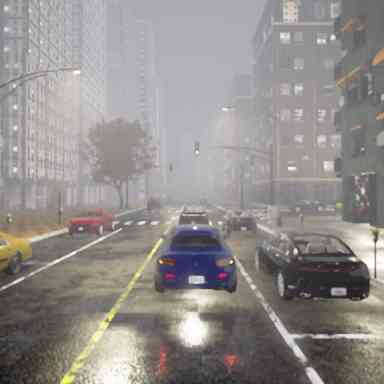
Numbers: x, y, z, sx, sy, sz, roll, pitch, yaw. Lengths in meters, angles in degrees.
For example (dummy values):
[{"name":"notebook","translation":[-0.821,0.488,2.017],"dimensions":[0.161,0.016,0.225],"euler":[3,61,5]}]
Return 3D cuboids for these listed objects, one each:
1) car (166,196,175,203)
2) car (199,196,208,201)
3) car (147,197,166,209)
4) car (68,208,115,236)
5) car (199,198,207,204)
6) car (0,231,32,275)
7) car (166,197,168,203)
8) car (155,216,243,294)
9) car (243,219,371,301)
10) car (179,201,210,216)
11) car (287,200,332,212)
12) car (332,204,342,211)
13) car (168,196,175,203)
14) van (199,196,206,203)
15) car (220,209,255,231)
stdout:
[{"name":"car","translation":[-5.794,1.957,90.371],"dimensions":[2.192,1.841,5.009],"euler":[0,0,0]},{"name":"car","translation":[2.606,2.077,73.811],"dimensions":[1.947,1.339,4.313],"euler":[0,0,0]},{"name":"car","translation":[-5.749,1.663,51.712],"dimensions":[2.192,1.841,5.009],"euler":[0,0,0]},{"name":"car","translation":[-5.711,1.667,19.323],"dimensions":[1.887,1.381,4.507],"euler":[0,0,0]},{"name":"car","translation":[2.600,2.080,79.503],"dimensions":[1.752,1.417,4.829],"euler":[0,0,0]},{"name":"car","translation":[-5.697,1.576,8.088],"dimensions":[1.752,1.417,4.829],"euler":[0,0,0]},{"name":"car","translation":[-5.755,1.954,57.233],"dimensions":[1.947,1.339,4.313],"euler":[0,0,0]},{"name":"car","translation":[0.084,1.581,8.854],"dimensions":[1.812,1.442,4.674],"euler":[0,0,0]},{"name":"car","translation":[2.683,1.602,8.267],"dimensions":[2.008,1.369,4.403],"euler":[0,0,0]},{"name":"car","translation":[0.178,1.634,22.385],"dimensions":[2.128,1.511,4.902],"euler":[0,0,2]},{"name":"car","translation":[13.384,1.594,38.752],"dimensions":[4.403,1.369,2.008],"euler":[-1,0,-1]},{"name":"car","translation":[18.780,1.494,38.813],"dimensions":[4.829,1.417,1.752],"euler":[-1,0,-1]},{"name":"car","translation":[-5.788,2.163,84.847],"dimensions":[1.947,1.339,4.313],"euler":[0,0,0]},{"name":"van","translation":[2.593,1.938,84.858],"dimensions":[1.690,1.788,3.998],"euler":[0,0,0]},{"name":"car","translation":[2.670,1.673,19.333],"dimensions":[2.008,1.369,4.403],"euler":[0,0,0]}]
